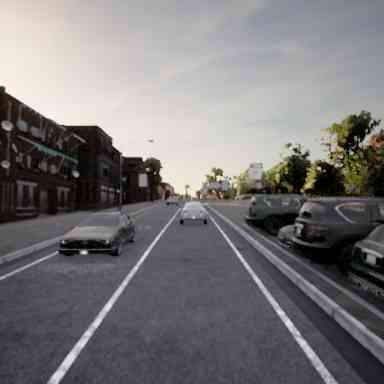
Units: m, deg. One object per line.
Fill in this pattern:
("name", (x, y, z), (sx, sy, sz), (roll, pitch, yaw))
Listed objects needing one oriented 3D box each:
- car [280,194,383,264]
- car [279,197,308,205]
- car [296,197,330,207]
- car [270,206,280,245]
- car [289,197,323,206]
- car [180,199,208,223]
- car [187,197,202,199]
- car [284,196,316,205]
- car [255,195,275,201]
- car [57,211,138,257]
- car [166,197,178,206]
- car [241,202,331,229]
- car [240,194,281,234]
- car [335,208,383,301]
("car", (5.628, 1.168, 9.201), (5.566, 2.045, 2.435), (0, 0, 0))
("car", (18.738, 1.599, 61.343), (4.674, 1.452, 2.002), (0, 0, 0))
("car", (18.726, 1.558, 51.645), (4.674, 1.452, 2.002), (0, 0, 0))
("car", (5.607, 1.409, 12.007), (4.892, 1.521, 2.231), (0, 0, 0))
("car", (18.738, 1.531, 54.794), (5.008, 1.535, 2.097), (0, 0, 0))
("car", (0.108, 1.464, 24.470), (1.812, 1.442, 4.674), (0, 0, 0))
("car", (0.122, 1.370, 41.639), (2.097, 1.767, 4.553), (0, 0, 0))
("car", (18.731, 1.546, 58.068), (4.892, 1.521, 2.231), (0, 0, 0))
("car", (18.802, 1.537, 85.680), (4.553, 1.767, 2.185), (0, 0, 0))
("car", (-3.343, 1.481, 12.954), (2.033, 1.411, 5.357), (0, 0, 0))
("car", (-3.288, 1.587, 55.464), (1.837, 1.490, 4.892), (0, 0, 0))
("car", (5.603, 1.400, 20.412), (4.892, 1.521, 2.231), (0, 0, 0))
("car", (5.634, 1.148, 17.611), (5.566, 2.045, 2.435), (0, 0, 0))
("car", (5.567, 1.306, 6.401), (4.553, 1.767, 2.185), (0, 0, 0))
